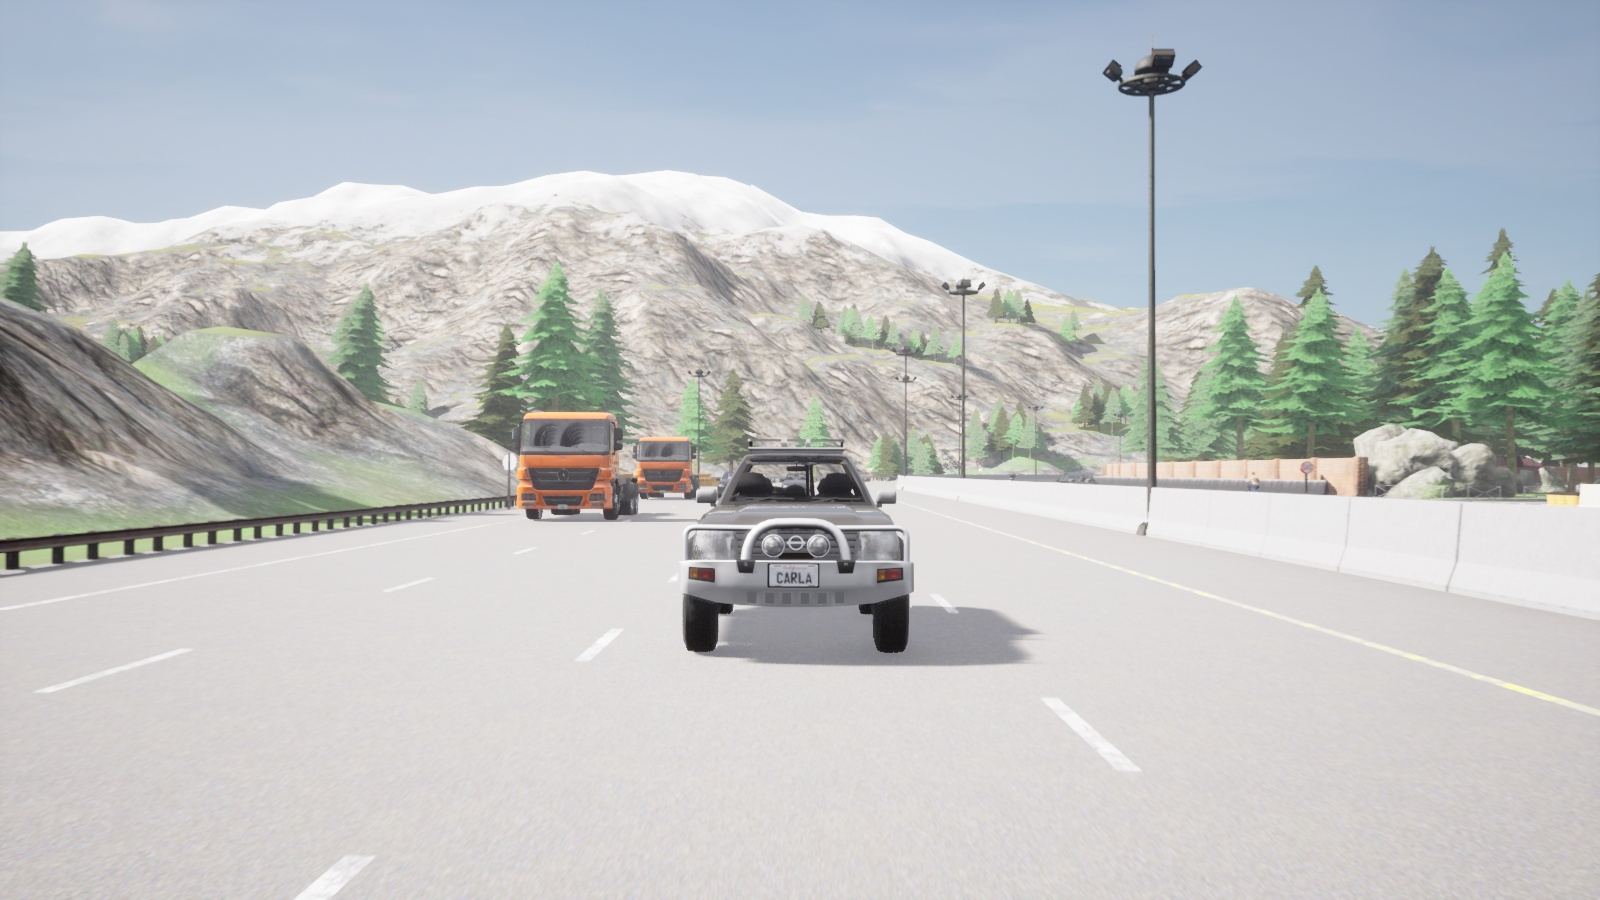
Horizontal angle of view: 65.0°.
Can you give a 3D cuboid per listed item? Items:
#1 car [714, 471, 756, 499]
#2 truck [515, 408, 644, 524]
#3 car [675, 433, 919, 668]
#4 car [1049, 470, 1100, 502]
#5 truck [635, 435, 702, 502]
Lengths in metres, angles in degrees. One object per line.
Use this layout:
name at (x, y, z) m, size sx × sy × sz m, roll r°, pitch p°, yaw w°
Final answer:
car at (-3.674, 1.987, 71.787) m, size 2.128 × 1.511 × 4.902 m, roll 0°, pitch -1°, yaw 0°
truck at (-7.105, 0.557, 41.569) m, size 2.891 × 3.462 × 7.936 m, roll 0°, pitch -1°, yaw 0°
car at (-0.031, 0.837, 12.266) m, size 1.932 × 1.855 × 4.605 m, roll 0°, pitch -1°, yaw 0°
car at (13.846, 1.801, 63.534) m, size 1.789 × 1.549 × 3.705 m, roll 0°, pitch -1°, yaw 0°
truck at (-7.173, 1.026, 69.597) m, size 2.891 × 3.462 × 7.936 m, roll 0°, pitch -1°, yaw 0°
